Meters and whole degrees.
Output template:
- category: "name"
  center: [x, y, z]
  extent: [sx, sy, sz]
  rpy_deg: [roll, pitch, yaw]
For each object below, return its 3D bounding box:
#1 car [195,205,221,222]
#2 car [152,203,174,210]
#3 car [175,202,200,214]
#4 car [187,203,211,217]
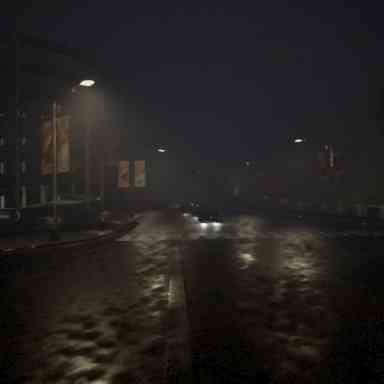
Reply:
- category: "car"
  center: [1.684, 2.270, 33.405]
  extent: [1.994, 1.385, 4.181]
  rpy_deg: [-1, -1, -4]
- category: "car"
  center: [-6.586, 3.110, 71.300]
  extent: [4.674, 1.442, 1.812]
  rpy_deg: [-2, -2, 43]
- category: "car"
  center: [-0.824, 2.666, 54.190]
  extent: [1.882, 1.535, 5.008]
  rpy_deg: [0, -1, -17]
- category: "car"
  center: [0.929, 2.489, 43.837]
  extent: [2.033, 1.411, 5.357]
  rpy_deg: [-1, -1, -6]
